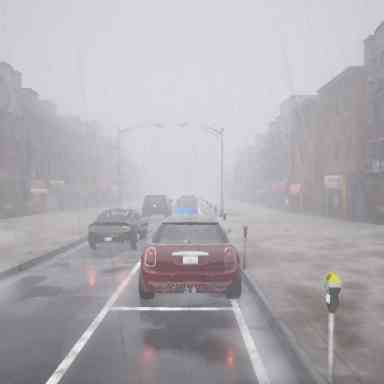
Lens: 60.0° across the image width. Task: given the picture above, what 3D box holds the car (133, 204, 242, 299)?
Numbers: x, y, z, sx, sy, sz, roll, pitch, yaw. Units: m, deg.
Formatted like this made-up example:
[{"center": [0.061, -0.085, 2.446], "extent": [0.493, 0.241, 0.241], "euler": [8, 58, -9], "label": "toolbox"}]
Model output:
[{"center": [-0.033, 1.349, 8.622], "extent": [2.097, 1.767, 4.553], "euler": [0, 0, 0], "label": "car"}]

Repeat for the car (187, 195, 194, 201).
[{"center": [-0.399, 1.541, 86.399], "extent": [1.947, 1.339, 4.313], "euler": [-1, 0, 0], "label": "car"}]

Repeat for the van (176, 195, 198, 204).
[{"center": [-0.403, 1.331, 25.542], "extent": [1.690, 1.788, 3.998], "euler": [-1, 0, 0], "label": "van"}]

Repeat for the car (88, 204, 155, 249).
[{"center": [-3.020, 1.490, 14.442], "extent": [2.128, 1.511, 4.902], "euler": [0, 0, 0], "label": "car"}]

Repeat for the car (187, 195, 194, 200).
[{"center": [-0.399, 1.541, 91.932], "extent": [1.947, 1.339, 4.313], "euler": [-1, 0, 0], "label": "car"}]

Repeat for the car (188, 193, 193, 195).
[{"center": [-0.404, 1.301, 36.607], "extent": [2.192, 1.841, 5.009], "euler": [-1, 0, 0], "label": "car"}]

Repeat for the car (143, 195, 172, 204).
[{"center": [-3.020, 1.247, 29.475], "extent": [2.150, 2.045, 5.566], "euler": [0, 0, 0], "label": "car"}]

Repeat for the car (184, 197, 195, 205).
[{"center": [-0.398, 1.561, 58.737], "extent": [1.802, 1.307, 4.206], "euler": [-1, 0, 0], "label": "car"}]
